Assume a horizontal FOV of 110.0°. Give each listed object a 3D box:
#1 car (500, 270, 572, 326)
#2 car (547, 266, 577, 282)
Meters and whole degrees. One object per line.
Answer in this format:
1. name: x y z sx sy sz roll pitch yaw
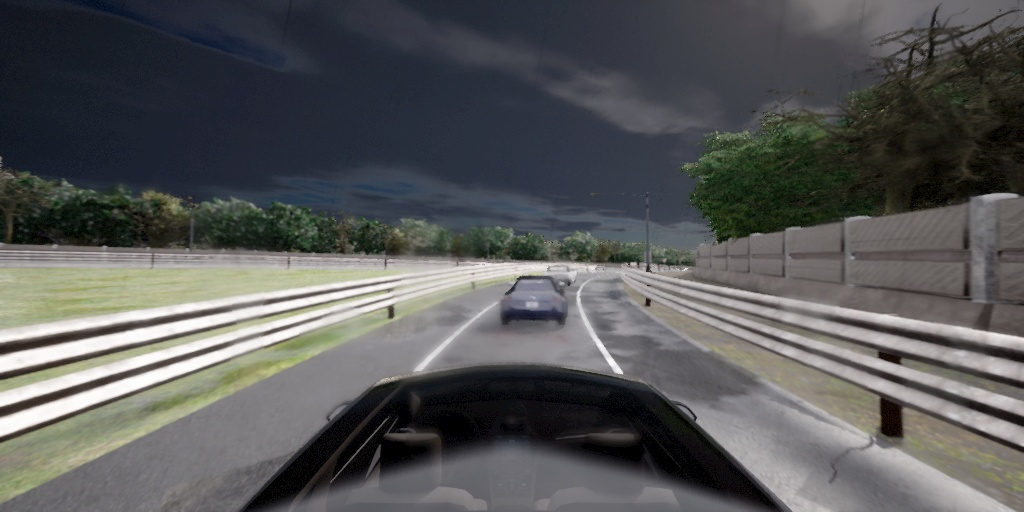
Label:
1. car: 0.802 1.322 11.885 1.994 1.385 4.181 0 0 7
2. car: 3.461 1.336 25.420 1.895 1.301 4.718 0 0 16
